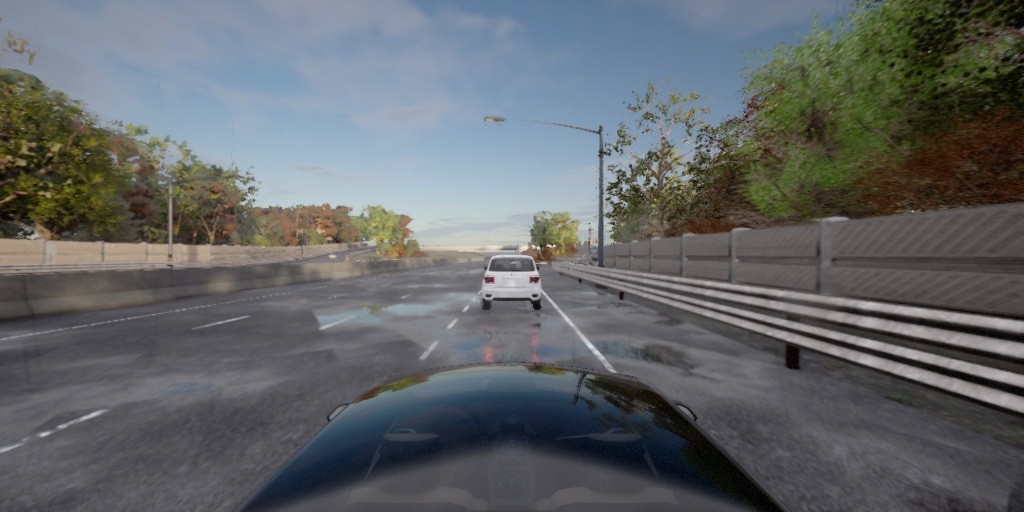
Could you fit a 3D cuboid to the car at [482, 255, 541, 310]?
[{"bbox_3d":[-0.003,0.981,14.995,2.150,2.045,5.566,0,0,0],"label":"car"}]
